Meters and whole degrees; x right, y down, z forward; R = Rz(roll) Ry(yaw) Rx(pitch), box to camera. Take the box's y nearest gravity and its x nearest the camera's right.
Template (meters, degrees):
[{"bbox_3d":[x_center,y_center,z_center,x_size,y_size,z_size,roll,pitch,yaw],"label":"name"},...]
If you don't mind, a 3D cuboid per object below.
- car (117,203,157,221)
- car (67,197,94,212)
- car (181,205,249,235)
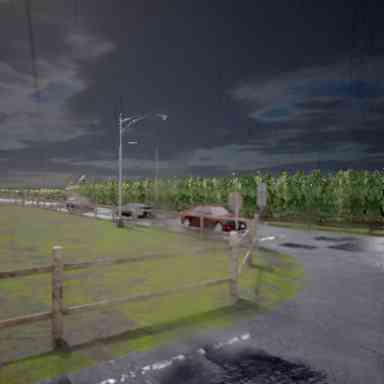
[{"bbox_3d":[-4.667,1.612,27.897,1.994,1.385,4.181,0,0,-37],"label":"car"},{"bbox_3d":[-13.268,1.349,39.540,2.097,1.767,4.553,0,0,-36],"label":"car"},{"bbox_3d":[1.280,1.561,19.821,1.882,1.535,5.008,0,0,-35],"label":"car"}]
